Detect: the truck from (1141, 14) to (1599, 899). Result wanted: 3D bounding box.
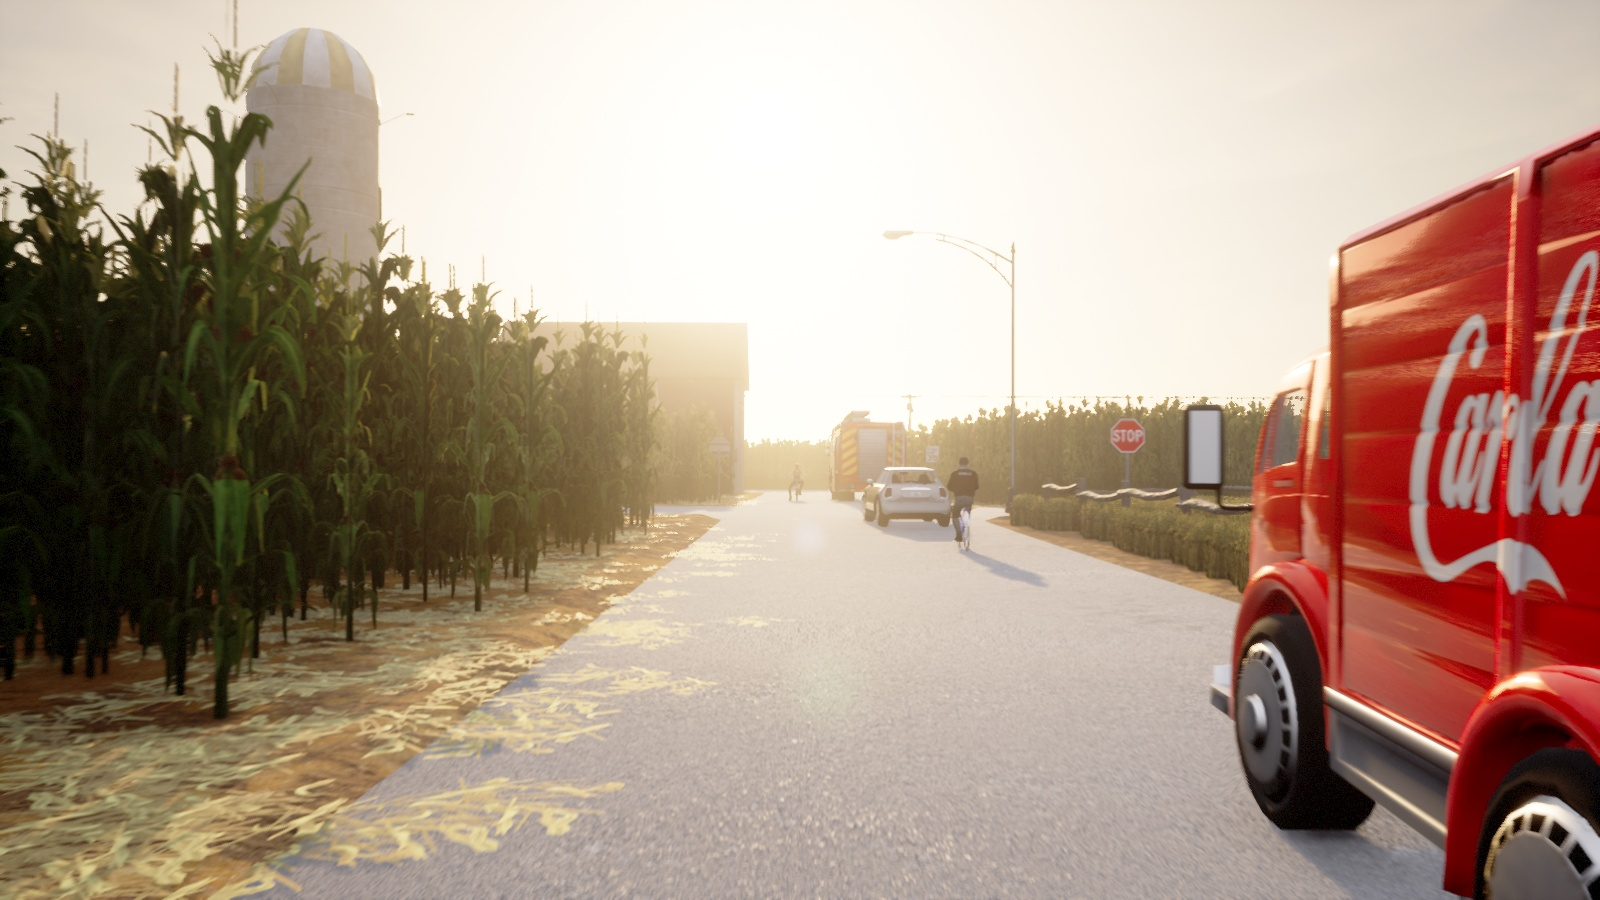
[{"bbox_3d":[3.026,0.375,4.144,2.627,2.467,5.204,0,-1,3],"label":"truck"}]

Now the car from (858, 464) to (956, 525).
[{"bbox_3d":[2.742,1.125,33.056,1.970,1.475,3.806,0,0,-4],"label":"car"}]

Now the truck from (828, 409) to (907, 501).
[{"bbox_3d":[2.915,0.330,56.853,2.891,3.827,8.468,0,-2,-1],"label":"truck"}]

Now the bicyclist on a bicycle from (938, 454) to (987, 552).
[{"bbox_3d":[3.042,0.968,23.649,0.659,1.776,1.843,0,0,0],"label":"bicyclist on a bicycle"}]
